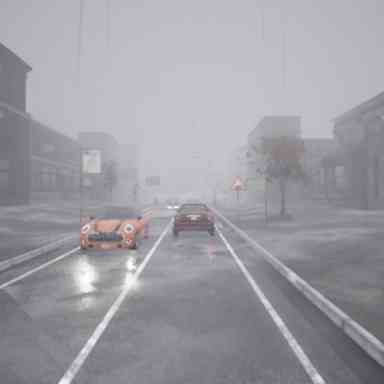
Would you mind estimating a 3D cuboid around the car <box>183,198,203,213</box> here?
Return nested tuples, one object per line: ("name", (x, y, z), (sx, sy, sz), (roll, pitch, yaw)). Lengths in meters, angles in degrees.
("car", (0.093, 1.472, 36.786), (2.033, 1.411, 5.357), (0, 0, 0))

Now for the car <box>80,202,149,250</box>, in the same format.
("car", (-3.098, 1.336, 14.068), (2.097, 1.767, 4.553), (0, 0, 0))

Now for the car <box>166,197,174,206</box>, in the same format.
("car", (-3.064, 1.498, 54.311), (2.128, 1.511, 4.902), (0, -1, 0))

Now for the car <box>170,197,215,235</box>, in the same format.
("car", (0.101, 1.325, 18.671), (2.097, 1.767, 4.553), (0, 0, 0))
